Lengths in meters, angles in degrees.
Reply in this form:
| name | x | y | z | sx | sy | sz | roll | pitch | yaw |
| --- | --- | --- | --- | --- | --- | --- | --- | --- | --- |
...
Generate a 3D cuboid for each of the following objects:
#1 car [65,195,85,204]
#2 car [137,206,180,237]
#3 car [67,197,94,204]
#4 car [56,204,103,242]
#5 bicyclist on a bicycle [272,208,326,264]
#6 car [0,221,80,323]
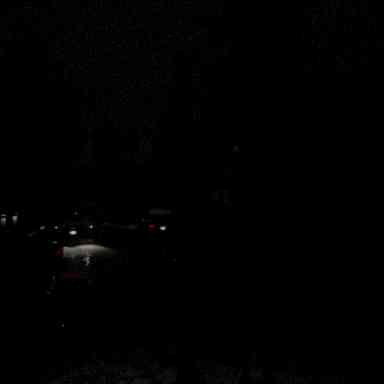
| name | x | y | z | sx | sy | sz | roll | pitch | yaw |
| --- | --- | --- | --- | --- | --- | --- | --- | --- | --- |
| car | -15.225 | 1.192 | 44.029 | 2.128 | 1.511 | 4.902 | 0 | 0 | -39 |
| car | -1.826 | 1.435 | 17.342 | 1.812 | 1.442 | 4.674 | 0 | 0 | -13 |
| car | -8.230 | 1.378 | 25.515 | 2.033 | 1.411 | 5.357 | 0 | 0 | -21 |
| car | -5.249 | 1.459 | 15.532 | 1.994 | 1.385 | 4.181 | 0 | 0 | -12 |
| bicyclist on a bicycle | 3.104 | 1.279 | 9.615 | 1.656 | 1.620 | 0.582 | 1 | 0 | -6 |
| car | -3.812 | 1.497 | 5.601 | 2.033 | 1.411 | 5.357 | 0 | 0 | -1 |
